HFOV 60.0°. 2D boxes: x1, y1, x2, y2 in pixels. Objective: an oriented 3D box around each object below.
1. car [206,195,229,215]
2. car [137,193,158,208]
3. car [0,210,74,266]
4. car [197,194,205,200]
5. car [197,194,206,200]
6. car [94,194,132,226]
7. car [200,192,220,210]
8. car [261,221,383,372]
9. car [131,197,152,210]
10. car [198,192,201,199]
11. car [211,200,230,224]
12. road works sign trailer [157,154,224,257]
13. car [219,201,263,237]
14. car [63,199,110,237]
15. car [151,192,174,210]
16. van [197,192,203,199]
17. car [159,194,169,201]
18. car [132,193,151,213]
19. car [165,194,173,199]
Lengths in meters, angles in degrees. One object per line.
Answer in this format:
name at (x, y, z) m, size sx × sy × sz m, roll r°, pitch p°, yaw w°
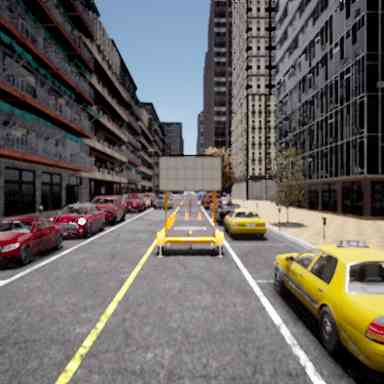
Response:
car at (2.541, 1.283, 28.296) m, size 1.967 × 1.590 × 4.097 m, roll 0°, pitch 0°, yaw 0°
car at (-5.934, 1.080, 45.239) m, size 2.192 × 1.841 × 5.009 m, roll 0°, pitch 0°, yaw 0°
car at (-5.745, 1.513, 11.261) m, size 1.802 × 1.307 × 4.206 m, roll 0°, pitch 0°, yaw 0°
car at (2.222, 1.234, 84.928) m, size 1.802 × 1.307 × 4.206 m, roll 0°, pitch 0°, yaw 0°
car at (2.254, 1.247, 79.266) m, size 1.802 × 1.307 × 4.206 m, roll 0°, pitch 0°, yaw 0°
car at (-5.806, 1.186, 22.586) m, size 2.192 × 1.841 × 5.009 m, roll 0°, pitch 0°, yaw 0°
car at (2.478, 1.104, 39.623) m, size 2.192 × 1.841 × 5.009 m, roll 0°, pitch 0°, yaw 0°
car at (2.666, 1.489, 5.815) m, size 1.752 × 1.417 × 4.829 m, roll 0°, pitch 0°, yaw 0°
car at (-5.902, 1.314, 39.407) m, size 1.752 × 1.417 × 4.829 m, roll 0°, pitch 0°, yaw 0°
car at (2.414, 1.059, 50.947) m, size 2.192 × 1.841 × 5.009 m, roll 0°, pitch 0°, yaw 0°
car at (2.572, 1.438, 22.634) m, size 1.947 × 1.339 × 4.313 m, roll 0°, pitch 0°, yaw 0°
road works sign trailer at (-0.060, 0.389, 12.482) m, size 2.380 × 3.560 × 2.880 m, roll 0°, pitch 0°, yaw 0°
car at (2.603, 1.425, 17.140) m, size 1.752 × 1.417 × 4.829 m, roll 0°, pitch 0°, yaw 0°
car at (-5.776, 1.340, 16.923) m, size 1.967 × 1.590 × 4.097 m, roll 0°, pitch 0°, yaw 0°
car at (-3.307, 1.143, 38.940) m, size 2.097 × 1.767 × 4.553 m, roll 0°, pitch 0°, yaw 0°
van at (2.191, 0.982, 90.591) m, size 1.690 × 1.788 × 3.998 m, roll 0°, pitch 0°, yaw 0°
car at (-6.094, 1.244, 73.555) m, size 1.947 × 1.339 × 4.313 m, roll 0°, pitch 0°, yaw 0°
car at (-5.870, 1.129, 33.911) m, size 2.192 × 1.841 × 5.009 m, roll 0°, pitch 0°, yaw 0°
car at (-6.189, 1.205, 90.544) m, size 1.947 × 1.339 × 4.313 m, roll 0°, pitch 0°, yaw 0°
